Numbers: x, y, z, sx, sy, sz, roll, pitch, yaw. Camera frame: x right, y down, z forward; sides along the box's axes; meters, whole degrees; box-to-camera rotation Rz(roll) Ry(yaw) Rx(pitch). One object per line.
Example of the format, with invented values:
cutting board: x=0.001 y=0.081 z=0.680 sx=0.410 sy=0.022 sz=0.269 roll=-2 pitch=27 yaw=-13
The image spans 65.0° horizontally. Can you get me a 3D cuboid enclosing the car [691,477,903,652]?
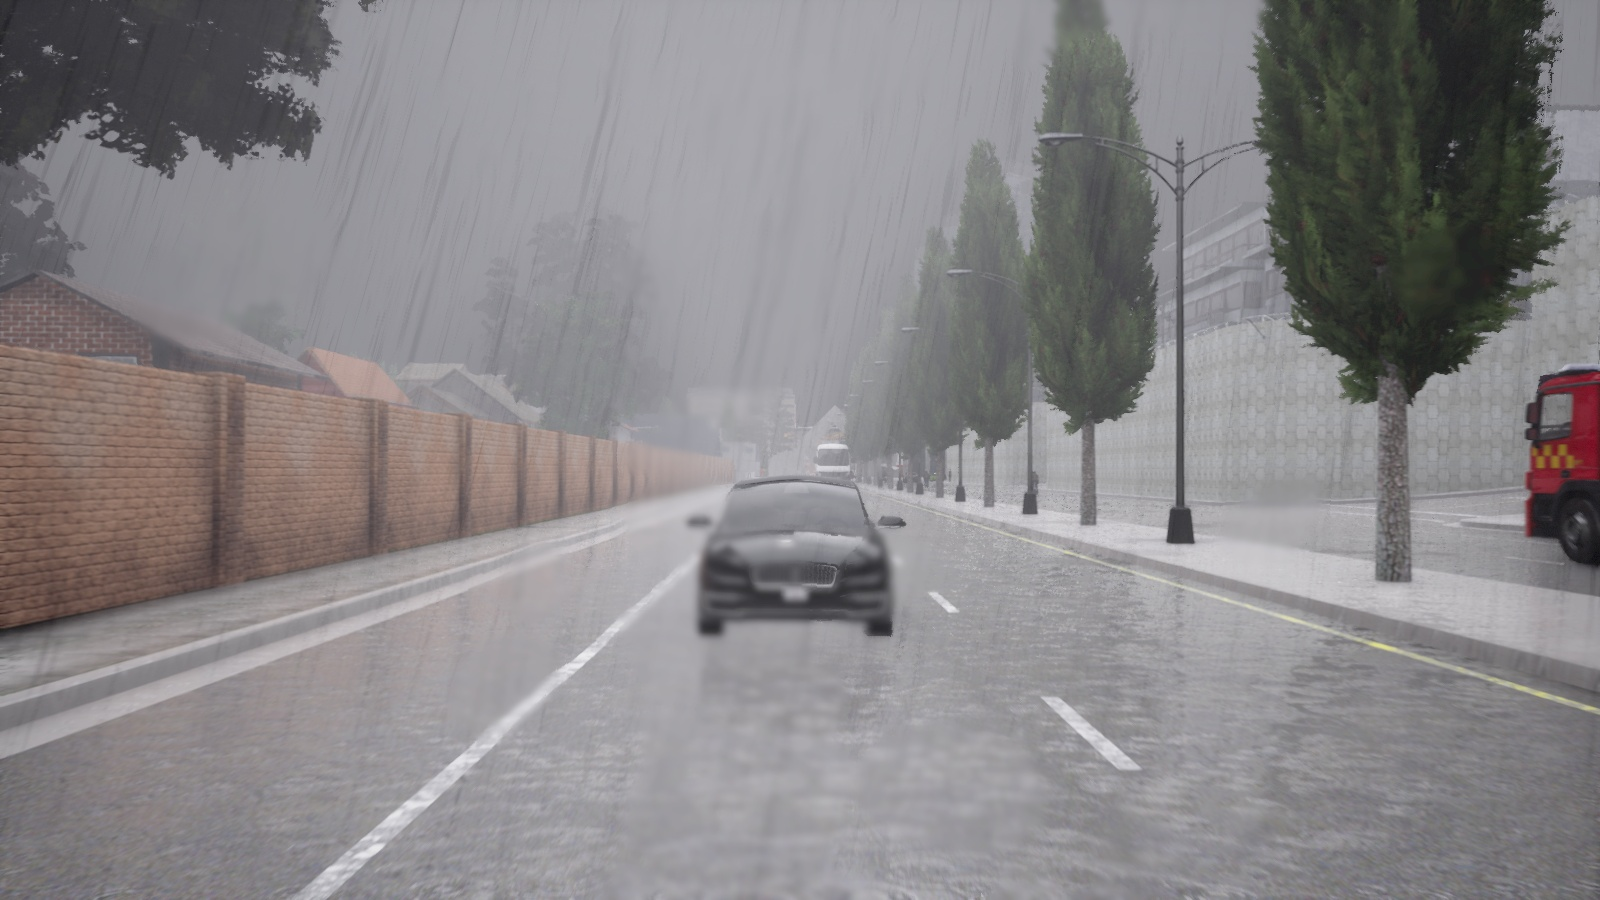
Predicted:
car: x=-0.033 y=1.043 z=13.329 sx=1.837 sy=1.490 sz=4.892 roll=0 pitch=-1 yaw=0

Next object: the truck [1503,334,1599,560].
truck: x=14.947 y=-0.078 z=19.813 sx=2.891 sy=3.827 sz=8.468 roll=0 pitch=-1 yaw=0
